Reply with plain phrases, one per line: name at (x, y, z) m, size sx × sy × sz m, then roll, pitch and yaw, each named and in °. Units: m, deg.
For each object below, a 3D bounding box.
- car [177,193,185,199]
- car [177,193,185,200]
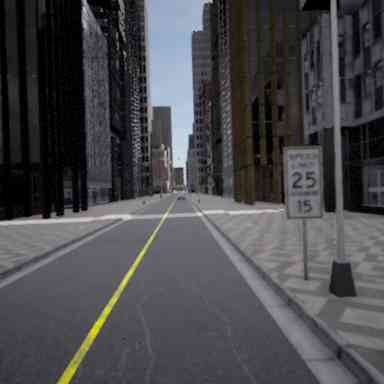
car at (-2.971, 1.141, 90.538) m, size 2.128 × 1.511 × 4.902 m, roll -2°, pitch 0°, yaw -2°
car at (-2.627, 1.335, 80.466) m, size 1.895 × 1.301 × 4.718 m, roll -2°, pitch 0°, yaw -2°
